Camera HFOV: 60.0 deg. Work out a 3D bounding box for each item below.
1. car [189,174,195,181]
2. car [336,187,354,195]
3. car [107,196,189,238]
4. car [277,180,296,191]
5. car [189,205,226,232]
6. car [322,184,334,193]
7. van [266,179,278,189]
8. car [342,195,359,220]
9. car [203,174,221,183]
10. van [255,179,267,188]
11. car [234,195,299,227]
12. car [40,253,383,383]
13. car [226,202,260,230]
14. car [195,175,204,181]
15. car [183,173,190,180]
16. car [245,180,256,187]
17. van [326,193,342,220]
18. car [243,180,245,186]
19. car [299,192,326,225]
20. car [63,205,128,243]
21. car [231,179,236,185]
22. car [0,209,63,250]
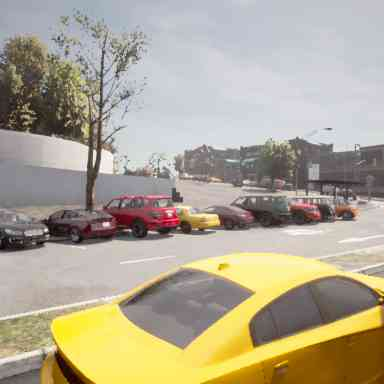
[{"bbox_3d":[2.163,-3.849,91.147,2.185,1.767,4.553,6,3,34],"label":"car"},{"bbox_3d":[26.432,0.138,56.692,2.002,1.452,4.674,7,3,35],"label":"car"},{"bbox_3d":[-3.296,1.248,17.879,5.566,2.045,2.435,-1,-1,35],"label":"car"},{"bbox_3d":[19.536,-0.991,66.554,2.231,1.521,4.892,7,3,35],"label":"car"},{"bbox_3d":[-0.976,1.503,19.705,5.366,1.575,1.946,-1,-1,35],"label":"car"},{"bbox_3d":[24.742,-0.425,59.165,2.435,2.045,5.566,7,3,35],"label":"car"},{"bbox_3d":[17.778,-1.490,68.917,1.878,1.987,4.442,7,4,35],"label":"van"},{"bbox_3d":[11.524,1.404,28.208,4.553,1.767,2.185,-1,-1,35],"label":"car"},{"bbox_3d":[5.806,-3.175,86.420,1.946,1.575,5.366,7,3,34],"label":"car"},{"bbox_3d":[16.050,-1.763,71.390,1.878,1.987,4.442,7,4,35],"label":"van"},{"bbox_3d":[4.060,1.263,23.087,5.566,2.045,2.435,-1,-1,35],"label":"car"},{"bbox_3d":[1.000,1.479,3.844,5.008,1.535,1.882,0,0,-35],"label":"car"},{"bbox_3d":[1.632,1.549,21.331,4.674,1.452,2.002,-1,-1,35],"label":"car"},{"bbox_3d":[3.956,-3.697,88.680,2.435,2.045,5.566,7,3,34],"label":"car"},{"bbox_3d":[0.435,-4.084,93.618,2.185,1.767,4.553,4,1,33],"label":"car"},{"bbox_3d":[14.478,-1.811,74.122,1.946,1.575,5.366,7,3,35],"label":"car"},{"bbox_3d":[9.114,1.297,26.459,4.442,1.987,1.878,-1,-1,35],"label":"van"},{"bbox_3d":[12.648,-2.042,76.443,2.002,1.452,4.674,7,4,35],"label":"car"},{"bbox_3d":[6.575,1.268,24.790,5.566,2.045,2.435,-1,-1,35],"label":"car"},{"bbox_3d":[-5.742,1.525,16.135,4.792,1.488,2.163,-1,-1,35],"label":"car"},{"bbox_3d":[10.907,-2.316,78.906,2.002,1.452,4.674,7,3,35],"label":"car"},{"bbox_3d":[-8.163,1.494,14.390,4.892,1.521,2.231,-1,-1,35],"label":"car"}]
